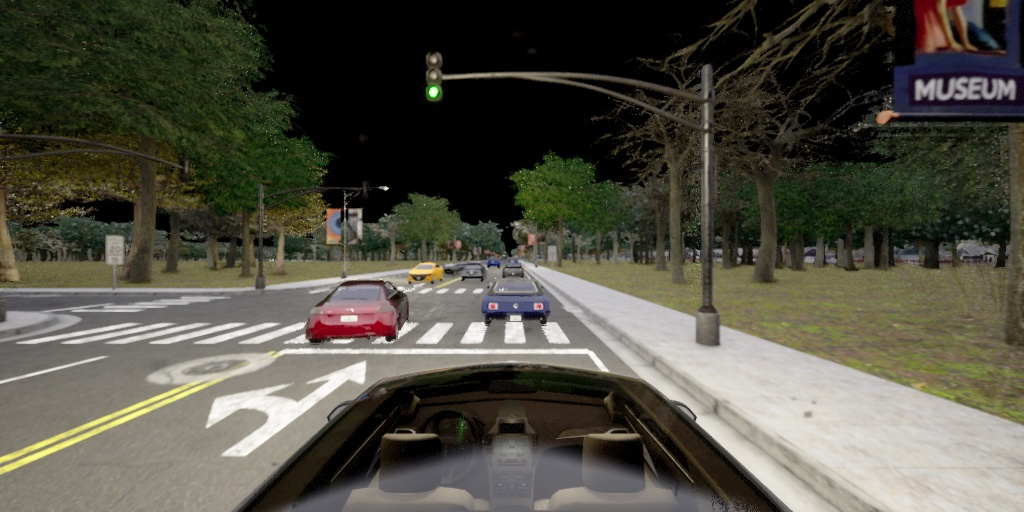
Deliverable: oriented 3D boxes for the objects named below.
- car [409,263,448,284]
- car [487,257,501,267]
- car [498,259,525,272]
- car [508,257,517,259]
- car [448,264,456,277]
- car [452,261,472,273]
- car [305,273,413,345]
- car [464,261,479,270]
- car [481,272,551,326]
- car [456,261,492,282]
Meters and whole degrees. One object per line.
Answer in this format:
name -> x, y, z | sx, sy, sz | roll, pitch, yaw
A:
car -> -6.585, 1.294, 27.808 | 1.882, 1.535, 5.008 | 0, 0, 0
car -> -3.176, 1.155, 63.058 | 2.150, 2.045, 5.566 | 0, 0, 0
car -> 0.116, 1.322, 32.751 | 2.128, 1.511, 4.902 | 0, 0, 0
car -> 0.093, 1.158, 64.186 | 2.150, 2.045, 5.566 | 0, 0, 0
car -> -6.570, 1.445, 37.214 | 1.895, 1.301, 4.718 | 0, 0, 0
car -> -6.535, 1.440, 47.272 | 1.994, 1.385, 4.181 | 0, 0, 0
car -> -3.955, 1.334, 9.767 | 1.994, 1.385, 4.181 | 0, 0, -12
car -> -6.473, 1.512, 57.479 | 1.895, 1.301, 4.718 | 0, 0, 0
car -> 0.106, 1.376, 11.785 | 1.895, 1.301, 4.718 | 0, 0, 0
car -> -3.134, 1.371, 30.380 | 2.033, 1.411, 5.357 | 0, 0, 0
